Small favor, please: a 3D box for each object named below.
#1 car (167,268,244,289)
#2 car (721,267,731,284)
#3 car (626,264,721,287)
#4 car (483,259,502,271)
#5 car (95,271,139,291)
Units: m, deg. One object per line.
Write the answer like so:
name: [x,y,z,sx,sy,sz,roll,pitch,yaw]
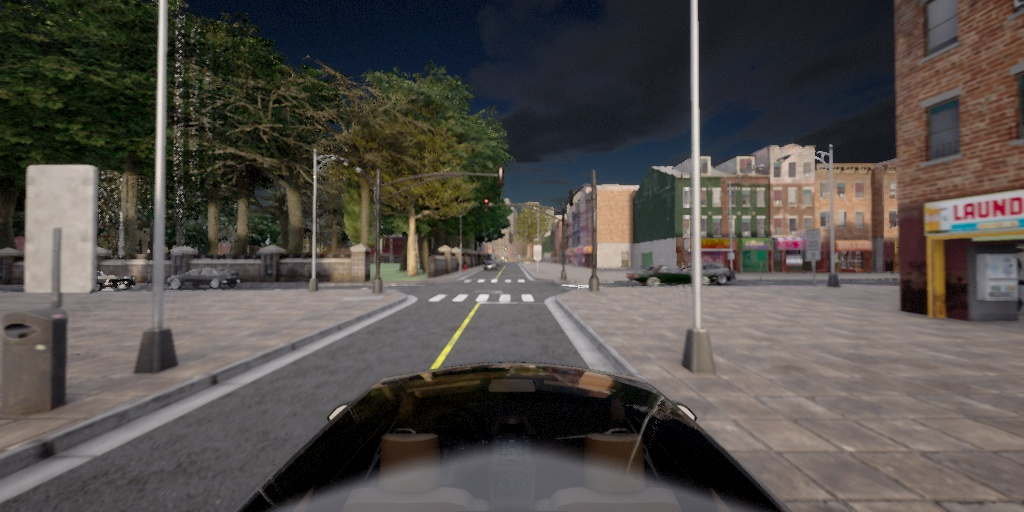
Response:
car: [-20.595,1.459,24.127,4.403,1.370,2.007,0,0,0]
car: [12.389,1.195,24.129,4.313,1.339,1.948,0,0,0]
car: [9.493,1.206,21.502,4.718,1.301,1.895,0,-1,0]
car: [-2.819,1.213,47.795,2.128,1.511,4.902,0,0,0]
car: [-25.586,1.513,21.498,4.718,1.301,1.895,-1,-1,0]
